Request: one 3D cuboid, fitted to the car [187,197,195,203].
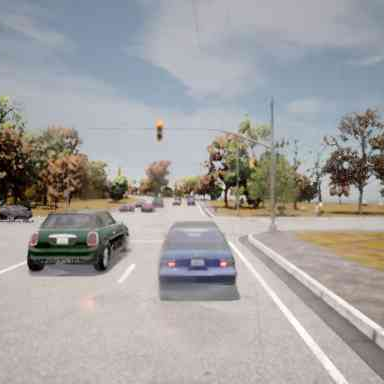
[{"bbox_3d":[-0.295,2.104,88.422,1.994,1.385,4.181,0,1,-4],"label":"car"}]

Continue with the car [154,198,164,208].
[{"bbox_3d":[-7.159,2.251,70.132,2.150,2.045,5.566,0,1,0],"label":"car"}]

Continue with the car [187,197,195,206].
[{"bbox_3d":[-0.178,2.404,78.242,1.812,1.442,4.674,0,1,0],"label":"car"}]

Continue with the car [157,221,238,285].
[{"bbox_3d":[0.070,1.517,9.346,2.033,1.411,5.357,0,0,-1],"label":"car"}]

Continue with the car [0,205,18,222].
[{"bbox_3d":[-17.324,2.002,31.063,4.902,1.511,2.128,0,-2,16],"label":"car"}]

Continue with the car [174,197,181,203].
[{"bbox_3d":[-3.794,2.049,88.328,1.837,1.490,4.892,0,1,-4],"label":"car"}]

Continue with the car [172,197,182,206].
[{"bbox_3d":[-3.678,2.475,78.300,1.895,1.301,4.718,0,1,0],"label":"car"}]

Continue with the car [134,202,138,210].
[{"bbox_3d":[-10.690,2.662,54.560,1.994,1.385,4.181,0,-1,0],"label":"car"}]

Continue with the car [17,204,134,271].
[{"bbox_3d":[-3.441,1.336,10.960,2.097,1.767,4.553,0,-1,0],"label":"car"}]

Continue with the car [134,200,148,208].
[{"bbox_3d":[-10.658,2.574,69.618,2.033,1.411,5.357,0,1,0],"label":"car"}]

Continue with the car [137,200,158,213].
[{"bbox_3d":[-7.193,2.575,54.504,1.882,1.535,5.008,0,-1,0],"label":"car"}]
